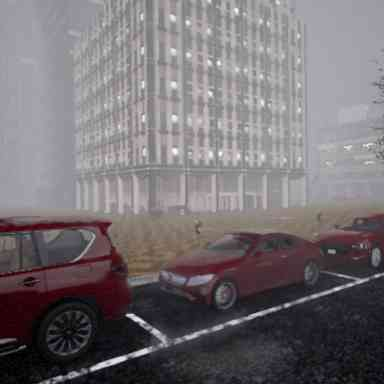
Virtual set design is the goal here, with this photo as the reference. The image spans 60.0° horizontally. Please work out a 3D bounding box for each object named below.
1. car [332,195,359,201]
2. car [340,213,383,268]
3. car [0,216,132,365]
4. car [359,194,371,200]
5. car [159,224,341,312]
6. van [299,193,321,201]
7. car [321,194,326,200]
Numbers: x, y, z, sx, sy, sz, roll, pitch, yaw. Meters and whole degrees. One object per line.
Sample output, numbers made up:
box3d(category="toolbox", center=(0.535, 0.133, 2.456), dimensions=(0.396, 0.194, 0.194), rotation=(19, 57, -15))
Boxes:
box3d(category="car", center=(31.473, 1.299, 69.206), dimensions=(1.887, 1.381, 4.507), rotation=(-2, 1, -36))
box3d(category="car", center=(5.774, 1.406, 10.690), dimensions=(4.507, 1.381, 1.887), rotation=(-1, 0, -36))
box3d(category="car", center=(-3.228, 1.318, 4.269), dimensions=(5.009, 1.841, 2.192), rotation=(-1, 0, -36))
box3d(category="car", center=(37.975, 1.178, 74.793), dimensions=(1.802, 1.307, 4.206), rotation=(-2, 1, -36))
box3d(category="car", center=(1.275, 1.514, 7.480), dimensions=(4.206, 1.307, 1.802), rotation=(-1, 0, -36))
box3d(category="van", center=(26.550, 1.219, 76.089), dimensions=(1.690, 1.788, 3.998), rotation=(-2, 1, -36))
box3d(category="car", center=(31.377, 1.202, 83.769), dimensions=(1.967, 1.590, 4.097), rotation=(-2, 1, -36))
